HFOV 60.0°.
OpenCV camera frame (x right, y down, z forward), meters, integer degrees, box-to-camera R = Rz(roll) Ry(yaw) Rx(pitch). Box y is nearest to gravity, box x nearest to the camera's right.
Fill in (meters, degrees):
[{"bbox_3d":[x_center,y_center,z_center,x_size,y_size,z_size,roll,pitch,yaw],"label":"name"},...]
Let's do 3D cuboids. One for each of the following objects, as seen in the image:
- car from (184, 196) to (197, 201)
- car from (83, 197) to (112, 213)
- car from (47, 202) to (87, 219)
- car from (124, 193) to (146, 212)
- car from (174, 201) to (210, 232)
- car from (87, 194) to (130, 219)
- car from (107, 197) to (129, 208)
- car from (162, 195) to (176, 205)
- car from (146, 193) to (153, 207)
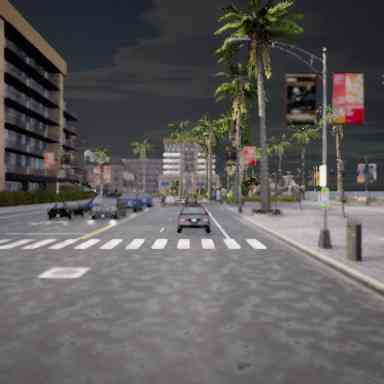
[{"bbox_3d":[-0.153,1.394,55.601,2.128,1.511,4.902,0,0,-4],"label":"car"},{"bbox_3d":[-10.502,1.412,37.453,1.882,1.535,5.008,0,0,0],"label":"car"},{"bbox_3d":[-10.501,1.551,28.310,1.895,1.301,4.718,0,0,0],"label":"car"},{"bbox_3d":[-7.002,1.156,37.664,2.150,2.045,5.566,0,0,0],"label":"car"},{"bbox_3d":[0.100,1.513,19.750,2.033,1.411,5.357,0,0,0],"label":"car"},{"bbox_3d":[-7.001,1.302,28.324,2.097,1.767,4.553,0,0,0],"label":"car"},{"bbox_3d":[-10.503,1.464,47.751,2.033,1.411,5.357,0,0,0],"label":"car"},{"bbox_3d":[-3.655,1.428,55.668,1.812,1.442,4.674,0,0,-4],"label":"car"},{"bbox_3d":[-7.007,1.137,48.413,2.150,2.045,5.566,0,0,0],"label":"car"}]
